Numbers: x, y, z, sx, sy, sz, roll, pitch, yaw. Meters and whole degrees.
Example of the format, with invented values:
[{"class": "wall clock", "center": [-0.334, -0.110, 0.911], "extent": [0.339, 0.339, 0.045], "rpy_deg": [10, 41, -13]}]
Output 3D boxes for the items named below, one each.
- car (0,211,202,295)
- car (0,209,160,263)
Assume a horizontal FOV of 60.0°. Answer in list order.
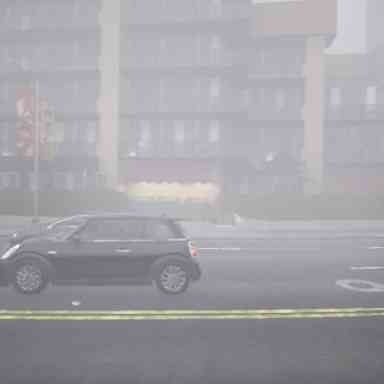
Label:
[{"class": "car", "center": [-2.052, 1.311, 8.051], "extent": [4.553, 1.767, 2.097], "rpy_deg": [1, 0, -3]}, {"class": "car", "center": [-3.637, 1.424, 11.485], "extent": [4.902, 1.511, 2.128], "rpy_deg": [1, 0, -1]}]
